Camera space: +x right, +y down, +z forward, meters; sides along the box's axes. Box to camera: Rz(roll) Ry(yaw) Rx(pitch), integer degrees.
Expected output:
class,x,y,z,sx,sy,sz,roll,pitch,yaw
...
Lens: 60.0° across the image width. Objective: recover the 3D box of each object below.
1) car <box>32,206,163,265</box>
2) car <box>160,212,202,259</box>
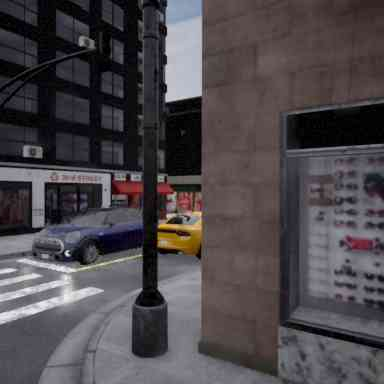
class,x,y,z,sx,sy,sz,roll,pitch,yaw
car,-3.314,1.363,12.013,2.097,1.767,4.553,0,0,30
car,0.465,1.501,12.864,1.882,1.535,5.008,0,0,33
